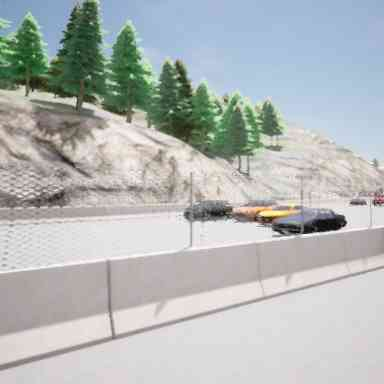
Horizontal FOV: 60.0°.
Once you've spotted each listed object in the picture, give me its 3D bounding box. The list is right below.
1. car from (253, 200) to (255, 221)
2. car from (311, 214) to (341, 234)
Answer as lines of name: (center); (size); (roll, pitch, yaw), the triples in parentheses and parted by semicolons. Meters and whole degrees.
car: (5.361, 1.420, 26.678); (4.553, 1.767, 2.097); (0, 0, -43)
car: (6.712, 1.594, 18.451); (5.357, 1.411, 2.033); (0, 0, -41)
